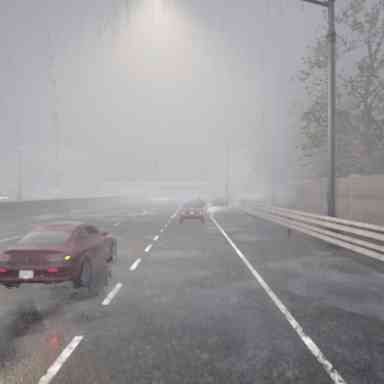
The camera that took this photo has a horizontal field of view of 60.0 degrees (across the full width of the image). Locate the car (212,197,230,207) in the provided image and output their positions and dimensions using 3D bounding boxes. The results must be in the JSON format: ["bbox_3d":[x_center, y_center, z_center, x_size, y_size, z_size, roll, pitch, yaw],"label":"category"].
[{"bbox_3d":[5.017,1.675,56.803,2.097,1.767,4.553,0,-1,19],"label":"car"}]

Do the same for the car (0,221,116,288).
[{"bbox_3d":[-3.405,1.527,9.144,1.812,1.442,4.674,0,0,0],"label":"car"}]

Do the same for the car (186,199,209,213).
[{"bbox_3d":[0.737,1.557,38.749,2.033,1.411,5.357,0,0,8],"label":"car"}]

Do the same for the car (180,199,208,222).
[{"bbox_3d":[0.014,1.552,26.430,2.033,1.411,5.357,0,0,1],"label":"car"}]
